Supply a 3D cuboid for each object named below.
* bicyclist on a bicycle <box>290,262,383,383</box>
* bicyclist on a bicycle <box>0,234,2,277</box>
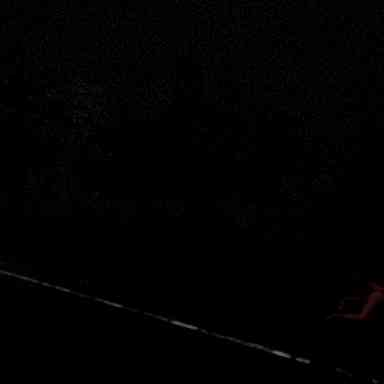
[{"bbox_3d":[1.808,1.571,3.671,1.509,1.612,0.866,-1,-2,37],"label":"bicyclist on a bicycle"},{"bbox_3d":[-5.746,1.674,9.401,1.509,1.612,0.866,-1,-2,37],"label":"bicyclist on a bicycle"}]
